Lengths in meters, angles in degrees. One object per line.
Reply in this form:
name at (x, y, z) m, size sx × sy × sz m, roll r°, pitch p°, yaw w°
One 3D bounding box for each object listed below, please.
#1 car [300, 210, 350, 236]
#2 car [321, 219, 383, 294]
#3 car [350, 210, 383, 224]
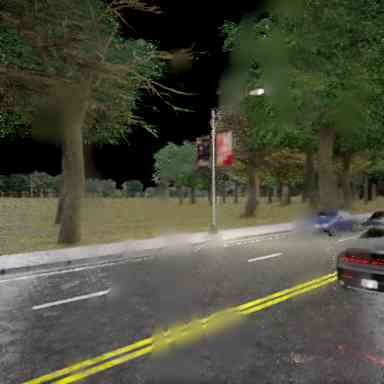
car at (8.322, 1.808, 19.983) m, size 4.674 × 1.442 × 1.812 m, roll 0°, pitch -2°, yaw -42°
car at (5.370, 1.597, 8.326) m, size 4.892 × 1.490 × 1.837 m, roll 0°, pitch -2°, yaw -42°
car at (10.482, 1.689, 17.557) m, size 4.892 × 1.490 × 1.837 m, roll 0°, pitch -2°, yaw -42°
